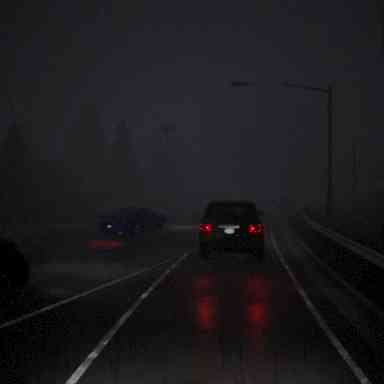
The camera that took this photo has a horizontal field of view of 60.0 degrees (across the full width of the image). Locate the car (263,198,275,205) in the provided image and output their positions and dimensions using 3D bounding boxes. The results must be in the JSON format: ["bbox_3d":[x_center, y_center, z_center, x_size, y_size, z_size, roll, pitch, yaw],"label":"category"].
[{"bbox_3d":[17.528,2.033,75.640,1.837,1.490,4.892,0,0,23],"label":"car"}]

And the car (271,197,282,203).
[{"bbox_3d":[21.664,2.003,85.204,1.812,1.442,4.674,0,0,23],"label":"car"}]

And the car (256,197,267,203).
[{"bbox_3d":[17.954,2.121,85.443,1.812,1.442,4.674,0,0,23],"label":"car"}]

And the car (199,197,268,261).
[{"bbox_3d":[1.623,1.311,12.973,2.150,2.045,5.566,0,0,10],"label":"car"}]

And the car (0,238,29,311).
[{"bbox_3d":[-5.297,1.233,4.979,2.150,2.045,5.566,0,-1,23],"label":"car"}]

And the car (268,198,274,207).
[{"bbox_3d":[15.424,2.003,61.706,1.994,1.385,4.181,0,0,23],"label":"car"}]

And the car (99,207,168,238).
[{"bbox_3d":[-3.125,1.584,18.814,1.882,1.535,5.008,0,0,23],"label":"car"}]

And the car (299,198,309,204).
[{"bbox_3d":[27.179,2.122,80.321,1.812,1.442,4.674,0,0,23],"label":"car"}]

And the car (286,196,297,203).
[{"bbox_3d":[25.360,1.975,84.932,2.097,1.767,4.553,0,0,23],"label":"car"}]

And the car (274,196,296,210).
[{"bbox_3d":[14.331,1.584,50.362,2.150,2.045,5.566,0,-1,23],"label":"car"}]
